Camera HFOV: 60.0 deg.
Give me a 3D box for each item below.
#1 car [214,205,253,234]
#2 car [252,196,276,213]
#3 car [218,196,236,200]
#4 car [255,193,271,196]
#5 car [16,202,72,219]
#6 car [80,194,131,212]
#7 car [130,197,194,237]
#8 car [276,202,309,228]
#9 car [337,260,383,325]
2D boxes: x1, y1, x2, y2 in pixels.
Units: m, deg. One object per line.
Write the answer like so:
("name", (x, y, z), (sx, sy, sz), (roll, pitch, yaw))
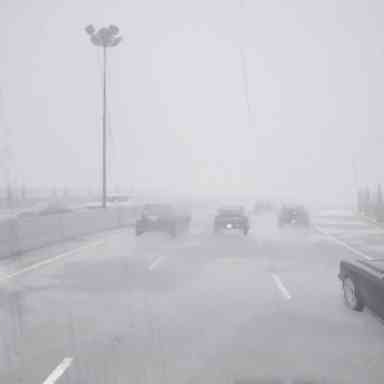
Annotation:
("car", (2.424, 1.497, 19.407), (1.837, 1.490, 4.892), (0, 0, 12))
("car", (8.170, 1.503, 36.603), (1.837, 1.490, 4.892), (0, 0, 24))
("car", (6.452, 1.465, 61.593), (1.837, 1.490, 4.892), (0, 0, 36))
("car", (13.577, 1.305, 65.028), (2.150, 2.045, 5.566), (0, 0, 40))
("car", (-10.851, 1.464, 24.823), (1.812, 1.442, 4.674), (0, 0, 14))
("car", (-6.722, 1.173, 26.908), (2.150, 2.045, 5.566), (0, 0, 16))
("car", (-1.423, 1.331, 18.036), (2.097, 1.767, 4.553), (0, 0, 11))
("car", (6.719, 1.511, 22.237), (1.837, 1.490, 4.892), (0, 0, 15))
("car", (3.814, 1.611, 4.734), (1.895, 1.301, 4.718), (0, 0, 3))
